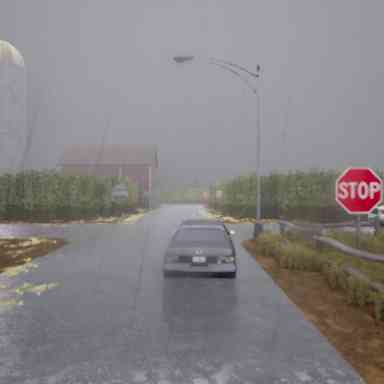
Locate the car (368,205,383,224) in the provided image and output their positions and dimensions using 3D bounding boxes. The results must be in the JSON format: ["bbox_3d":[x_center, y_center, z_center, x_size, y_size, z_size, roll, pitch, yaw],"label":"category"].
[{"bbox_3d":[13.824,1.197,20.281,5.566,2.045,2.150,1,0,0],"label":"car"}]

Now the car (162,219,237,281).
[{"bbox_3d":[0.308,1.524,9.853,2.033,1.411,5.357,0,0,3],"label":"car"}]
